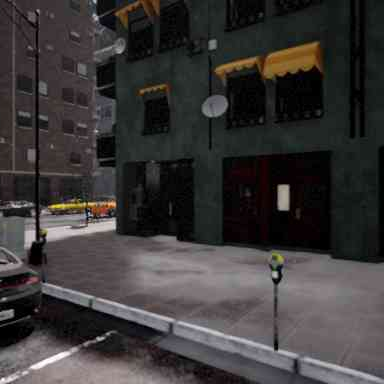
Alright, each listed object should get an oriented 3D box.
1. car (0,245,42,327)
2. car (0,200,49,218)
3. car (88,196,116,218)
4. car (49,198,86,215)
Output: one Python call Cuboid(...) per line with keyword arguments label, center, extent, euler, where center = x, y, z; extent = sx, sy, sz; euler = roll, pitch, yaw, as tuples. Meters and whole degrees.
Cuboid(label="car", center=(-4.487, 1.554, 6.071), extent=(4.403, 1.369, 2.008), euler=(0, 0, 35))
Cuboid(label="car", center=(-14.056, 1.359, 26.079), extent=(2.008, 1.369, 4.403), euler=(1, 1, 35))
Cuboid(label="car", center=(-5.959, 1.077, 27.572), extent=(2.097, 1.767, 4.553), euler=(0, 1, 35))
Cuboid(label="car", center=(-10.967, 1.258, 30.505), extent=(1.752, 1.417, 4.829), euler=(1, 1, 35))
